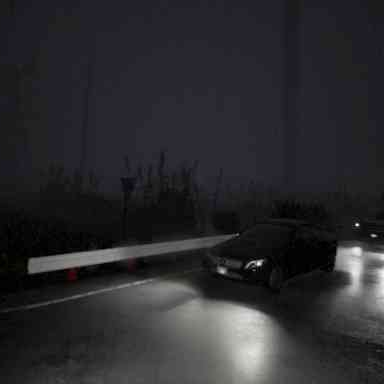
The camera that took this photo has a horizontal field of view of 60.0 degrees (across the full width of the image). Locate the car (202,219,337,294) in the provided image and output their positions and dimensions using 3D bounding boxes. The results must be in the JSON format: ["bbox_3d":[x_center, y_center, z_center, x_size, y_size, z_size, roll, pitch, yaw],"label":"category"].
[{"bbox_3d":[2.325,1.488,8.969,4.674,1.442,1.812,1,1,-45],"label":"car"}]

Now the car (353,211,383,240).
[{"bbox_3d":[9.575,1.620,16.173,4.718,1.301,1.895,1,1,-45],"label":"car"}]
